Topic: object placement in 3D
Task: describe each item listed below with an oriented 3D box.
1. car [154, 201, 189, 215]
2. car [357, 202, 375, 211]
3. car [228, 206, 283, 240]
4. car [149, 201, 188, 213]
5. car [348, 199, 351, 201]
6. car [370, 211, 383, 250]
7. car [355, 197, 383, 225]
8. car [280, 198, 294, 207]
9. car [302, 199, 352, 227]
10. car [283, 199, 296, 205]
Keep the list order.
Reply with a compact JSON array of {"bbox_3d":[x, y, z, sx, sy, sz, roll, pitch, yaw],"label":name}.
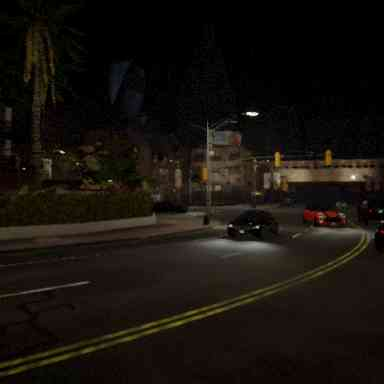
[{"bbox_3d":[-2.627,1.924,39.957,4.674,1.442,1.812,0,-1,21],"label":"car"},{"bbox_3d":[28.927,2.365,55.354,1.994,1.385,4.181,0,-1,20],"label":"car"},{"bbox_3d":[3.614,1.750,18.761,1.812,1.442,4.674,1,0,29],"label":"car"},{"bbox_3d":[-3.116,1.940,43.918,4.892,1.490,1.837,0,-1,20],"label":"car"},{"bbox_3d":[26.467,2.345,58.880,1.812,1.442,4.674,0,-1,20],"label":"car"},{"bbox_3d":[9.437,1.791,14.829,1.994,1.385,4.181,0,-1,35],"label":"car"},{"bbox_3d":[15.420,1.633,28.027,2.150,2.045,5.566,0,-1,21],"label":"car"},{"bbox_3d":[19.285,2.345,68.533,2.097,1.535,5.008,0,-1,19],"label":"car"},{"bbox_3d":[10.093,1.698,25.649,2.097,1.767,4.553,0,-1,3],"label":"car"},{"bbox_3d":[24.949,2.559,84.773,2.231,1.521,4.892,0,-1,29],"label":"car"}]
